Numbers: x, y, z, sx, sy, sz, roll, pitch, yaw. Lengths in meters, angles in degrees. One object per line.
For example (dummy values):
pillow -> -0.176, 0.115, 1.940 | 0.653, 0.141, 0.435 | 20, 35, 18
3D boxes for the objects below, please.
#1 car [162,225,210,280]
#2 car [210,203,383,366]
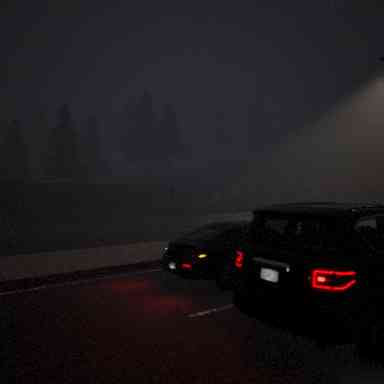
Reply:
car -> 1.410, 1.525, 9.051 | 4.674, 1.442, 1.812 | 0, 0, -36
car -> 3.223, 1.219, 6.046 | 5.566, 2.045, 2.150 | 0, 0, -36
